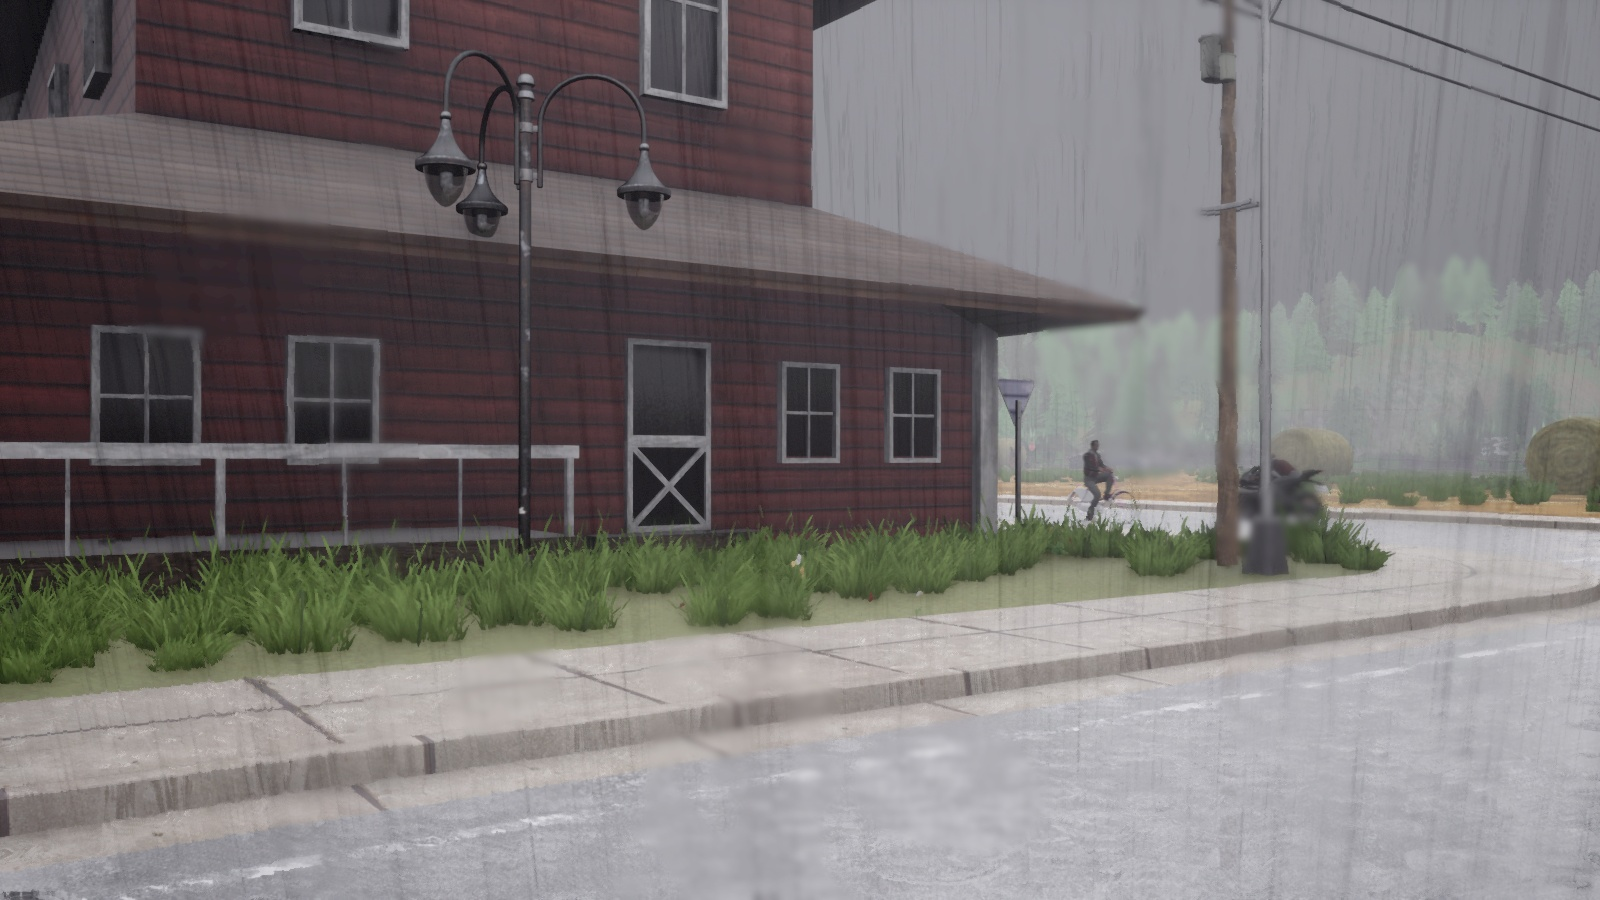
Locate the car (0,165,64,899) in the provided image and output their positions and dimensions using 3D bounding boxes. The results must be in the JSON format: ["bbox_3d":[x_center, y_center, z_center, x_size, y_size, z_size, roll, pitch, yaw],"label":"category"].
[{"bbox_3d":[-3.171,0.551,1.451,3.866,1.878,1.905,0,0,-35],"label":"car"}]

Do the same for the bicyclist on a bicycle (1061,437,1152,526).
[{"bbox_3d":[6.316,0.639,25.959,0.659,1.776,1.843,0,0,-36],"label":"bicyclist on a bicycle"}]

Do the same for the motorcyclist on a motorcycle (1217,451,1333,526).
[{"bbox_3d":[10.081,0.797,26.751,0.866,1.530,2.191,0,0,-36],"label":"motorcyclist on a motorcycle"}]
